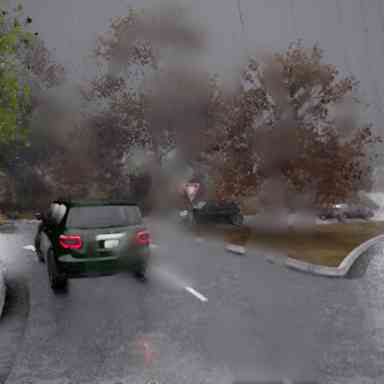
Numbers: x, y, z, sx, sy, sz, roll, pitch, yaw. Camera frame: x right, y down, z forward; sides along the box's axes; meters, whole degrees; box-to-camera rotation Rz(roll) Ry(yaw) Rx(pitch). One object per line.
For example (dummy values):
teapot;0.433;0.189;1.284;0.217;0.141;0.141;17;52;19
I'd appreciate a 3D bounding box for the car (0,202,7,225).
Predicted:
car;-14.527;1.372;21.135;4.674;1.442;1.812;0;1;6

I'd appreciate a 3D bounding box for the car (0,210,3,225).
car;-12.913;1.347;17.916;5.008;1.535;1.882;0;1;1

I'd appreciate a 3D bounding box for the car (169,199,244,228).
car;0.900;1.247;20.850;4.553;1.767;2.097;0;0;-24

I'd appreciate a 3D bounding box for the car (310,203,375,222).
car;12.264;1.569;26.535;5.357;1.411;2.033;1;0;-30

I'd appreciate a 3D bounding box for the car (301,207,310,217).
car;12.158;1.626;30.087;4.718;1.301;1.895;1;0;-30

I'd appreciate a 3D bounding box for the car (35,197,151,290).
car;-2.976;1.157;9.308;2.150;2.045;5.566;0;1;-29
